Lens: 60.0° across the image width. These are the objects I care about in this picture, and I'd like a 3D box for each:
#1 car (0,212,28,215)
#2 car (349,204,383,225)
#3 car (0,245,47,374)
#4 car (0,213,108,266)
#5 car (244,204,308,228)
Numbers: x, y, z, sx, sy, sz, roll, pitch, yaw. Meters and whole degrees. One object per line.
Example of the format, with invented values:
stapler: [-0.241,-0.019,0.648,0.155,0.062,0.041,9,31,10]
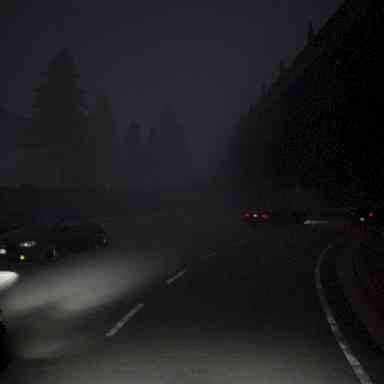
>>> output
car: [-7.703,1.544,13.783,1.895,1.301,4.718,0,0,22]
car: [13.154,1.505,23.300,4.718,1.301,1.895,0,0,-34]
car: [-3.134,1.482,1.918,2.128,1.511,4.902,0,0,4]
car: [-4.747,1.517,11.429,1.994,1.385,4.181,0,0,21]
car: [5.534,1.459,21.570,2.033,1.411,5.357,0,0,45]
